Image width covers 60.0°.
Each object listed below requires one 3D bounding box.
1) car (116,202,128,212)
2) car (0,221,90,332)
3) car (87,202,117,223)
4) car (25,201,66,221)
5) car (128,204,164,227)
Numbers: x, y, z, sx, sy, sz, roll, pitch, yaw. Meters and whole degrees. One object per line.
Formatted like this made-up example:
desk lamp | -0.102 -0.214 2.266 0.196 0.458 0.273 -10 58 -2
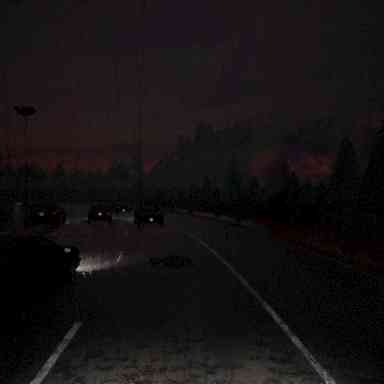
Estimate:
car | -8.926 1.861 41.049 1.895 1.301 4.718 0 0 -23
car | -3.811 1.589 6.781 2.033 1.411 5.357 0 0 -4
car | -7.554 1.718 27.177 2.033 1.411 5.357 0 0 -16
car | -10.301 1.514 23.664 2.097 1.767 4.553 0 0 -14
car | -3.267 1.626 24.380 2.128 1.511 4.902 0 0 -14
